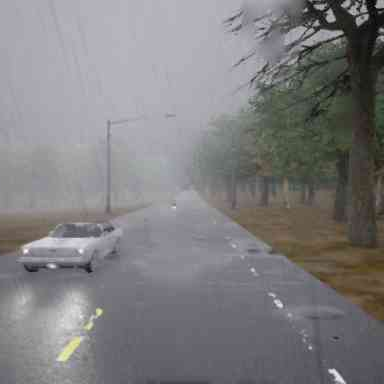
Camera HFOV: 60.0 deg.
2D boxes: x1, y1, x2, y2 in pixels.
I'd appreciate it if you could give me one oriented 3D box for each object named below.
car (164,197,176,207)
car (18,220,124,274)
[{"bbox_3d":[-3.555,1.587,54.186,1.837,1.490,4.892,0,0,0],"label":"car"},{"bbox_3d":[-3.601,1.615,10.788,1.895,1.301,4.718,0,0,0],"label":"car"}]
